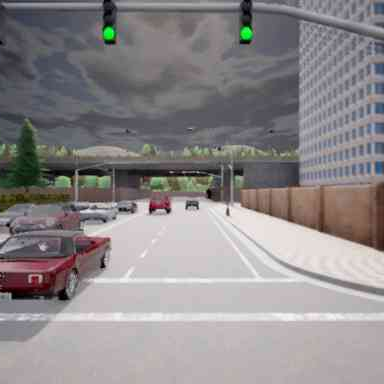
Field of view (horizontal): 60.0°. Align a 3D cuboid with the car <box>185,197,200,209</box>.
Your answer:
[{"bbox_3d":[0.053,1.520,45.480,1.837,1.490,4.892,0,0,1],"label":"car"}]

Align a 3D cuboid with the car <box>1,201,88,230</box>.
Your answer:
[{"bbox_3d":[-7.091,1.358,16.657,2.097,1.767,4.553,0,0,0],"label":"car"}]

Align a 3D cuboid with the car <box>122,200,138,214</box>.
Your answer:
[{"bbox_3d":[-6.991,1.576,35.687,1.994,1.385,4.181,0,0,0],"label":"car"}]

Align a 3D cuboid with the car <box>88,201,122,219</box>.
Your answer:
[{"bbox_3d":[-7.071,1.610,25.640,1.895,1.301,4.718,0,0,0],"label":"car"}]

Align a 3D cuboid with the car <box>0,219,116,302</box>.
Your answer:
[{"bbox_3d":[-3.398,1.604,8.239,1.895,1.301,4.718,0,0,0],"label":"car"}]

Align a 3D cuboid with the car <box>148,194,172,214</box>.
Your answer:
[{"bbox_3d":[-3.408,1.234,36.253,2.150,2.045,5.566,0,0,0],"label":"car"}]

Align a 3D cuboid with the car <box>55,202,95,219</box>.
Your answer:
[{"bbox_3d":[-10.542,1.612,30.360,1.895,1.301,4.718,0,0,1],"label":"car"}]
